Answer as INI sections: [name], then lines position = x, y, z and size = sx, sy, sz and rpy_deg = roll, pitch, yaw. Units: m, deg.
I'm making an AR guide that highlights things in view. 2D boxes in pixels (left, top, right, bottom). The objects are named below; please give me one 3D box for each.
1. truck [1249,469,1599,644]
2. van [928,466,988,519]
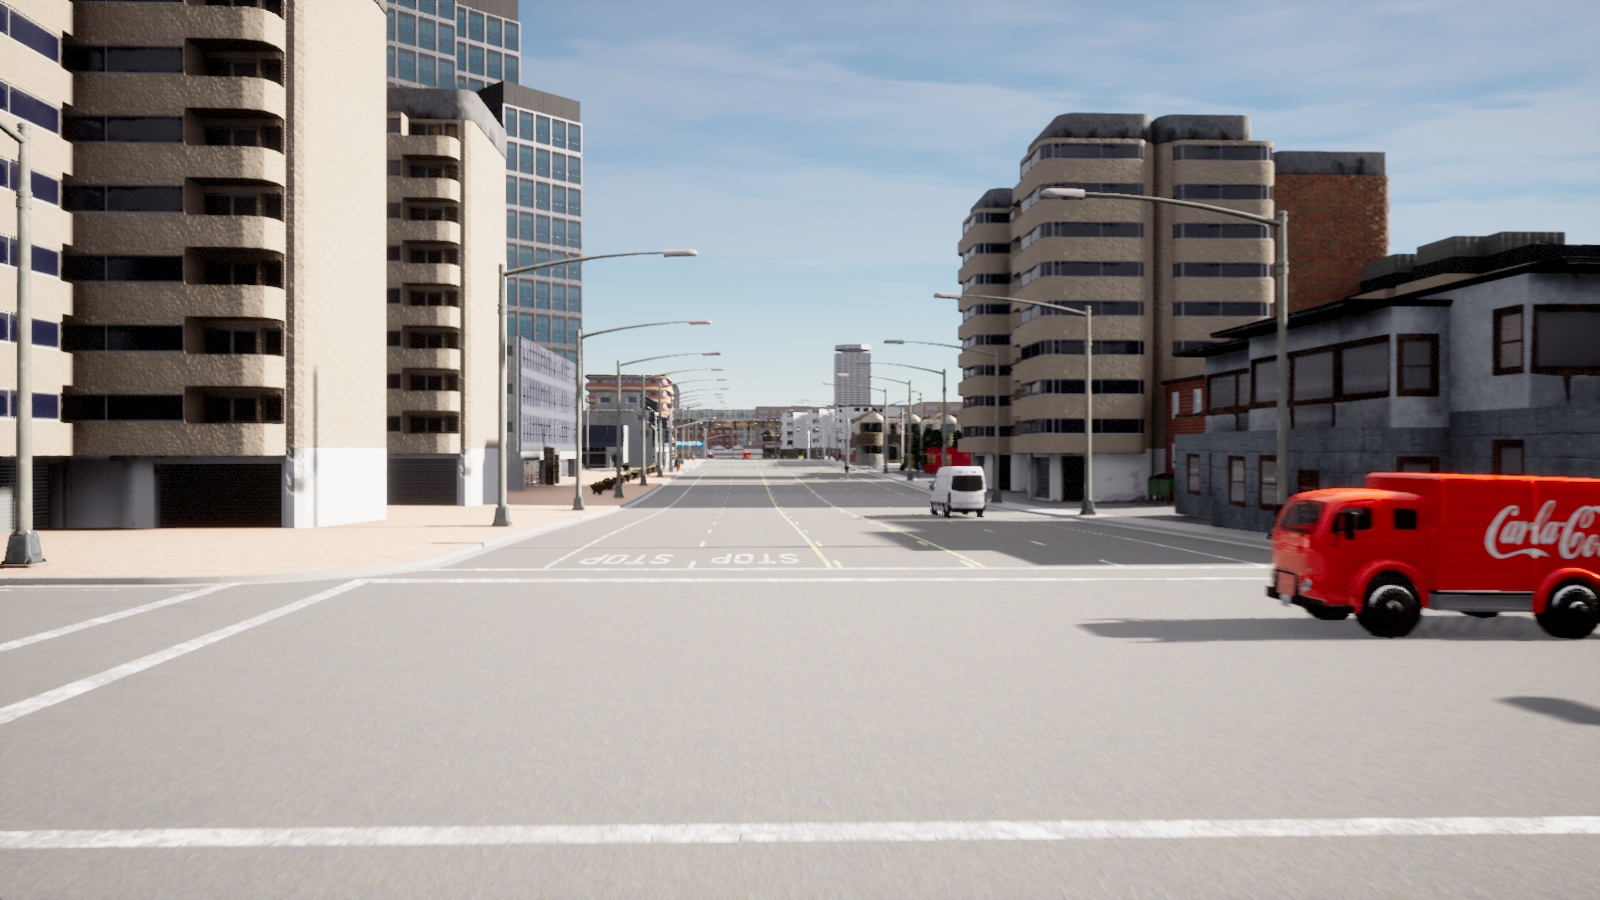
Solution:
[truck]
position = 10.289, 1.608, 18.183
size = 5.204, 2.467, 2.627
rpy_deg = 1, 0, -2
[van]
position = 8.088, 2.140, 58.918
size = 1.988, 2.561, 5.915
rpy_deg = 0, -1, -3
